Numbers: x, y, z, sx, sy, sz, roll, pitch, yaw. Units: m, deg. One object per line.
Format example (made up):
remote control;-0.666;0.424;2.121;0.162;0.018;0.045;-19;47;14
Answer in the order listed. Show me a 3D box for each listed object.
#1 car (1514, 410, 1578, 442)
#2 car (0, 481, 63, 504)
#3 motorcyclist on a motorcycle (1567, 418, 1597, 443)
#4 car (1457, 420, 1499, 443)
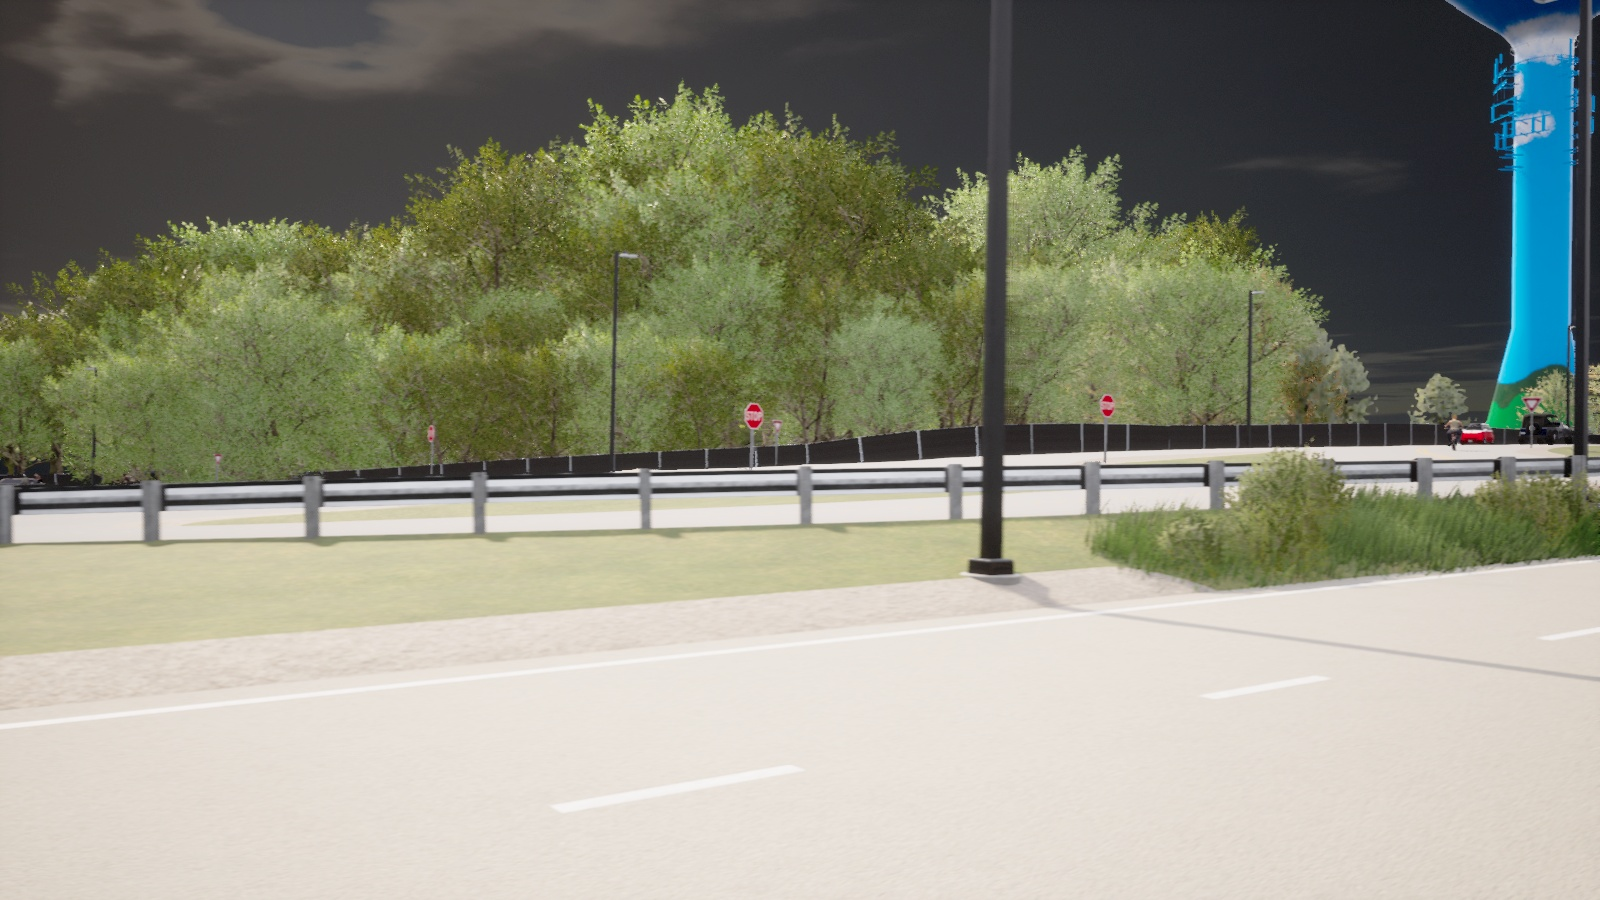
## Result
car;44.701;-1.429;75.231;3.866;1.878;1.905;-1;0;-35
car;-47.528;2.565;76.923;1.895;1.301;4.718;0;0;1
motorcyclist on a motorcycle;52.576;-1.290;84.397;2.191;1.530;0.866;3;-2;-33
car;41.808;-1.145;77.396;2.207;1.376;1.481;-1;0;-37
